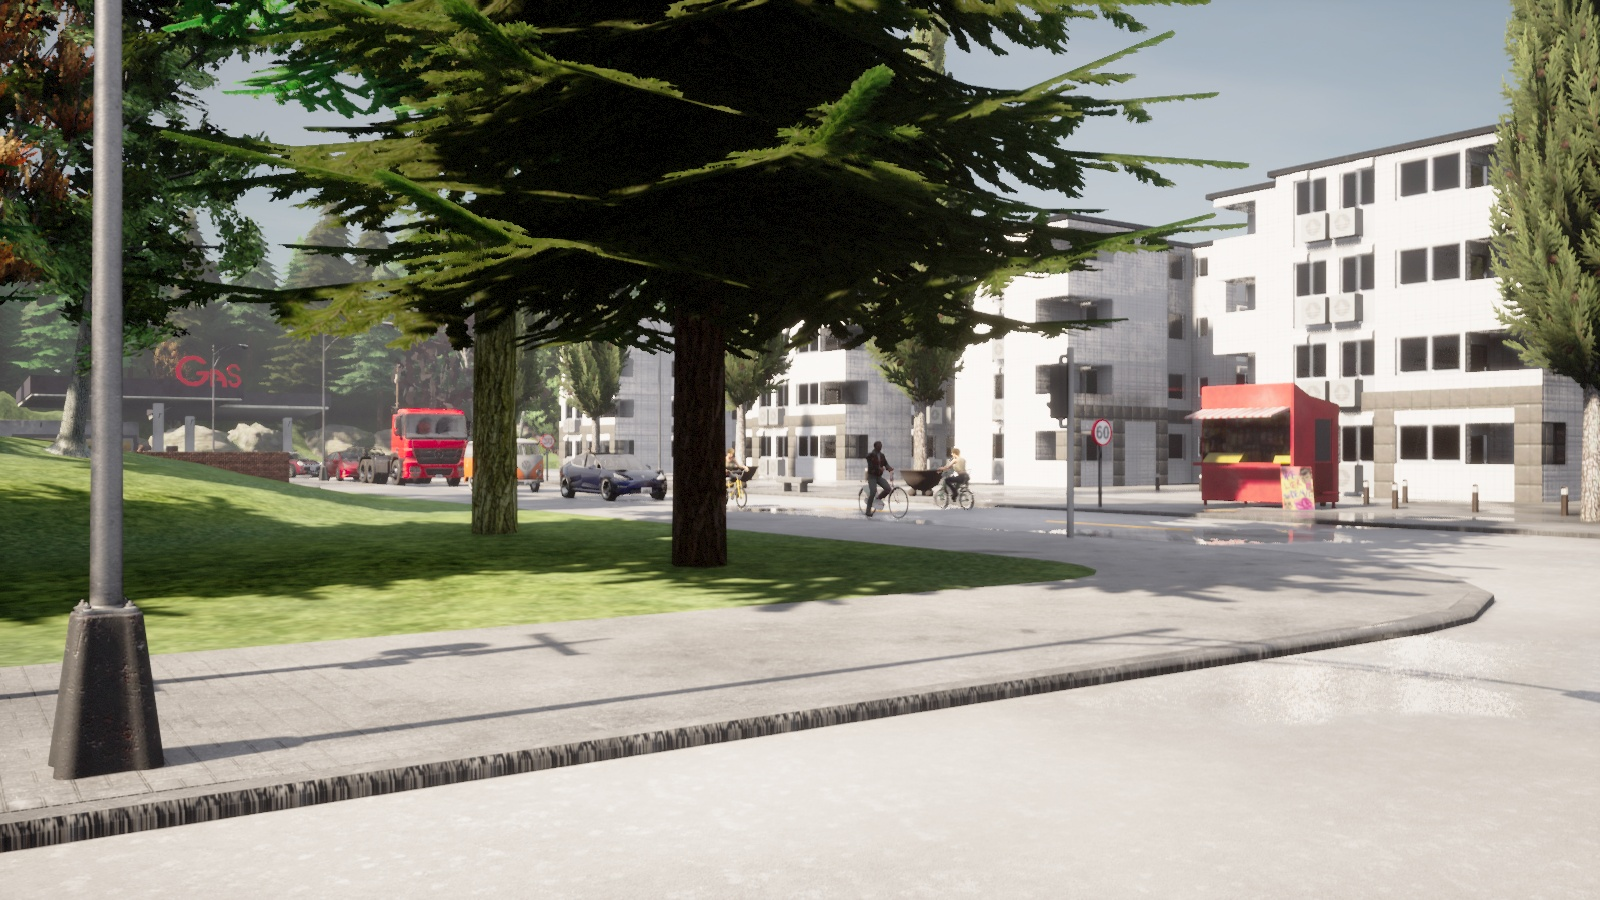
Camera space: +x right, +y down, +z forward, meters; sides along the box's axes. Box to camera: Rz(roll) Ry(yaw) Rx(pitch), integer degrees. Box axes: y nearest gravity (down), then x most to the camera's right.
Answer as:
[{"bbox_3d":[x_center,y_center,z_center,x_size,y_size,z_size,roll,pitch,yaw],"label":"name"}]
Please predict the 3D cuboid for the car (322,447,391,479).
[{"bbox_3d":[-26.695,0.794,75.534,4.605,1.855,1.932,0,-1,42],"label":"car"}]

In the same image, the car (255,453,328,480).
[{"bbox_3d":[-29.245,0.941,72.197,3.806,1.475,1.970,0,0,29],"label":"car"}]

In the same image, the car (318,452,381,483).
[{"bbox_3d":[-23.367,0.891,65.050,2.007,1.525,4.514,0,0,-35],"label":"car"}]

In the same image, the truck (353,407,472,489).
[{"bbox_3d":[-17.610,-0.070,56.730,2.891,3.462,7.936,0,0,-35],"label":"truck"}]

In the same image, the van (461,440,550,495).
[{"bbox_3d":[-11.202,0.628,47.506,1.775,1.987,4.442,0,0,-35],"label":"van"}]

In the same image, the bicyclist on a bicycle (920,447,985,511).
[{"bbox_3d":[3.961,0.742,32.709,0.866,1.612,1.509,0,0,-35],"label":"bicyclist on a bicycle"}]

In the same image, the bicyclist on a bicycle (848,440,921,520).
[{"bbox_3d":[1.906,0.672,28.688,0.659,1.776,1.843,0,0,-34],"label":"bicyclist on a bicycle"}]

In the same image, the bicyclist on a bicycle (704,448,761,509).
[{"bbox_3d":[-1.834,0.759,34.034,0.866,1.612,1.509,0,0,-35],"label":"bicyclist on a bicycle"}]

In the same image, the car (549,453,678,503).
[{"bbox_3d":[-6.035,0.846,40.067,2.163,1.488,4.792,0,0,-35],"label":"car"}]
